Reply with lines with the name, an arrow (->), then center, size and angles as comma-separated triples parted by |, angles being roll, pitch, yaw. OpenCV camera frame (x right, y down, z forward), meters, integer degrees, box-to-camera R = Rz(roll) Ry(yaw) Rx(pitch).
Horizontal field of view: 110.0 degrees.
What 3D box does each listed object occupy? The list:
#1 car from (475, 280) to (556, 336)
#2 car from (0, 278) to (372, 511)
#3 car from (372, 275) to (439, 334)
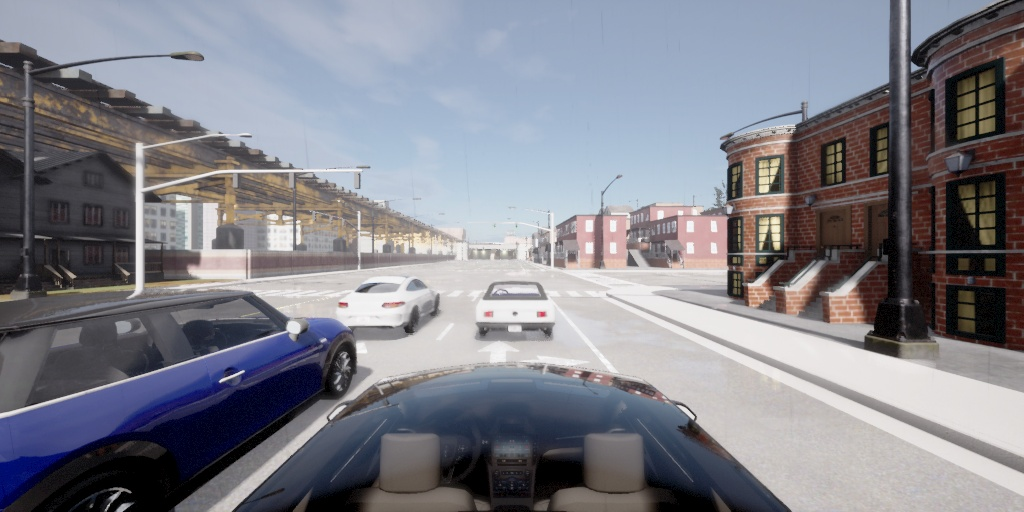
car -> 0.109, 1.352, 10.368 | 1.895, 1.301, 4.718 | 0, 0, 1
car -> -3.398, 1.102, 3.627 | 2.097, 1.767, 4.553 | 0, 0, 0
car -> -3.395, 1.276, 10.480 | 1.812, 1.442, 4.674 | 0, 0, 0
